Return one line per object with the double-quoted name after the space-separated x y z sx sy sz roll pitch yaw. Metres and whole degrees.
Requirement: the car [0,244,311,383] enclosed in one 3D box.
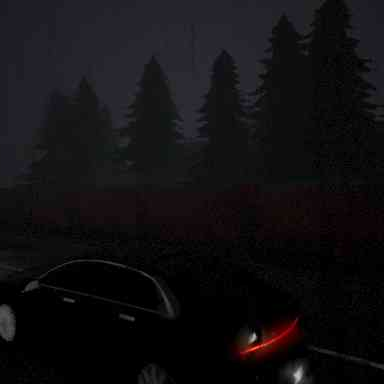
-0.928 1.507 4.654 4.892 1.490 1.837 1 0 35 "car"
